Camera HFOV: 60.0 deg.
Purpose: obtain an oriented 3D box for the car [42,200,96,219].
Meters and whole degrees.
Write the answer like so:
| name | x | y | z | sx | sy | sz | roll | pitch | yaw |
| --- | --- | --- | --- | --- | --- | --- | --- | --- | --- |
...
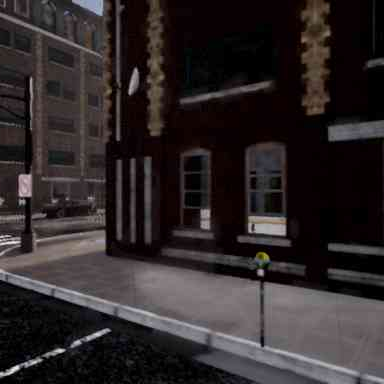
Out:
| name | x | y | z | sx | sy | sz | roll | pitch | yaw |
| --- | --- | --- | --- | --- | --- | --- | --- | --- | --- |
| car | -9.685 | 1.282 | 26.572 | 1.947 | 1.339 | 4.313 | 1 | 2 | 35 |
